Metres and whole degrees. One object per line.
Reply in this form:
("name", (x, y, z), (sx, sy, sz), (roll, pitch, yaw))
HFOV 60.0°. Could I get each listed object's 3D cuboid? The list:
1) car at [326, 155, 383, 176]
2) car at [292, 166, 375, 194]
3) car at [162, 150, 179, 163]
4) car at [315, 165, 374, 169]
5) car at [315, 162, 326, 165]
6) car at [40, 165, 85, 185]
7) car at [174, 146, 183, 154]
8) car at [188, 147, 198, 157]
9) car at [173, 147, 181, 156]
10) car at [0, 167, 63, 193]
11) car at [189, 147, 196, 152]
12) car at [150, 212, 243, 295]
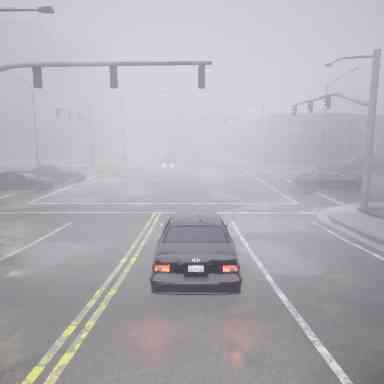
("car", (17.073, -2.753, 33.811), (5.566, 2.045, 2.150), (0, 9, 1))
("car", (9.595, -0.775, 23.330), (4.902, 1.511, 2.128), (0, 9, 0))
("car", (-3.520, -5.296, 51.514), (2.033, 1.411, 5.357), (0, 9, 0))
("car", (11.577, -1.227, 26.793), (4.718, 1.301, 1.895), (0, 9, 0))
("car", (16.330, -3.050, 37.316), (4.902, 1.511, 2.128), (0, 9, 0))
("car", (-11.349, -1.409, 27.180), (5.008, 1.535, 1.882), (-1, 9, -5))
("car", (-3.396, -8.502, 71.188), (2.033, 1.411, 5.357), (0, 9, 0))
("car", (0.196, -7.680, 65.906), (1.837, 1.490, 4.892), (0, 9, 0))
("car", (-3.478, -6.880, 60.992), (1.837, 1.490, 4.892), (0, 9, 0))
("car", (-12.006, -0.752, 23.435), (4.674, 1.442, 1.812), (0, 9, 0))
("car", (0.133, -11.590, 90.525), (1.895, 1.301, 4.718), (0, 9, 0))
("car", (0.087, 1.219, 8.389), (2.033, 1.411, 5.357), (0, 4, 0))
